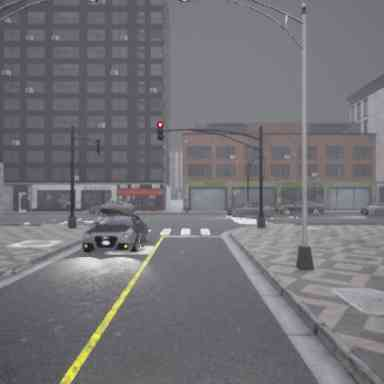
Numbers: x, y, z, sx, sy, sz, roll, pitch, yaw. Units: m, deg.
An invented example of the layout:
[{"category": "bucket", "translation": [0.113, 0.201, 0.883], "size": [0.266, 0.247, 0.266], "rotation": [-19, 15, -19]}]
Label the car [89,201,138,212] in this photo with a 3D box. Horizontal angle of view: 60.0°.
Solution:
[{"category": "car", "translation": [-8.067, 1.658, 34.225], "size": [4.902, 1.511, 2.128], "rotation": [0, -1, 0]}]

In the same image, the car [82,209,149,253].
[{"category": "car", "translation": [-3.009, 1.612, 13.748], "size": [1.994, 1.385, 4.181], "rotation": [0, 0, 1]}]

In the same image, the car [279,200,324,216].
[{"category": "car", "translation": [11.004, 1.635, 34.247], "size": [4.892, 1.490, 1.837], "rotation": [0, -1, 0]}]

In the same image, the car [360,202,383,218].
[{"category": "car", "translation": [18.061, 1.642, 31.004], "size": [4.181, 1.385, 1.994], "rotation": [0, -1, 0]}]

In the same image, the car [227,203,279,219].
[{"category": "car", "translation": [5.308, 1.662, 30.371], "size": [4.181, 1.385, 1.994], "rotation": [0, -1, -10]}]
